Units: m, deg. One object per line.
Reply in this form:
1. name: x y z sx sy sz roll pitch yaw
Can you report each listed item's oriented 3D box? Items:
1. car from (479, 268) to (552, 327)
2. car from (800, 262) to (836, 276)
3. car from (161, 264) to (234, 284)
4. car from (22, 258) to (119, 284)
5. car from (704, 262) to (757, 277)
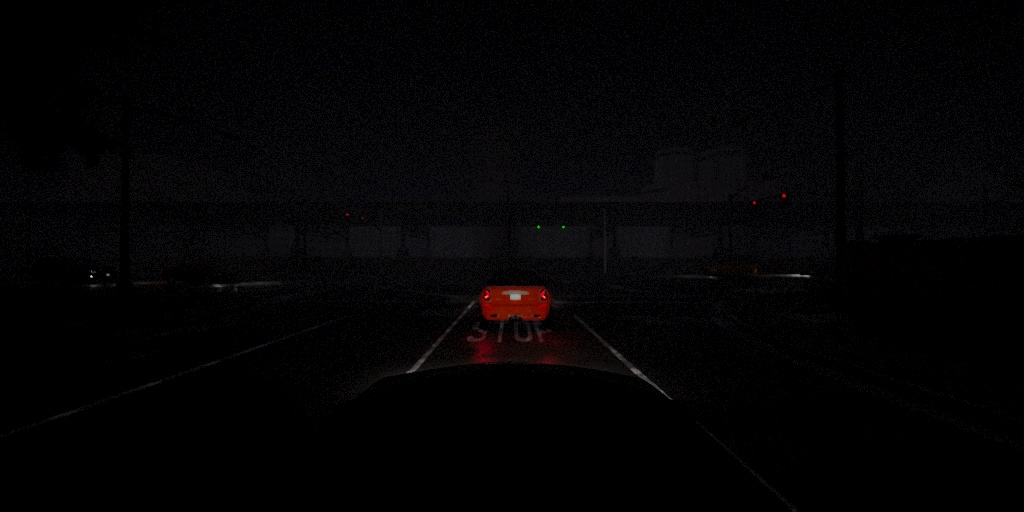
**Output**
1. car: 0.099 1.191 12.095 2.097 1.767 4.553 0 -1 0
2. car: 33.173 1.344 38.037 4.181 1.385 1.994 -1 0 1
3. car: -25.206 1.438 28.877 5.008 1.535 1.882 0 0 2
4. car: -35.539 1.184 29.195 5.566 2.045 2.150 0 0 2
5. car: 23.263 1.380 38.300 5.008 1.535 1.882 -1 -1 1
